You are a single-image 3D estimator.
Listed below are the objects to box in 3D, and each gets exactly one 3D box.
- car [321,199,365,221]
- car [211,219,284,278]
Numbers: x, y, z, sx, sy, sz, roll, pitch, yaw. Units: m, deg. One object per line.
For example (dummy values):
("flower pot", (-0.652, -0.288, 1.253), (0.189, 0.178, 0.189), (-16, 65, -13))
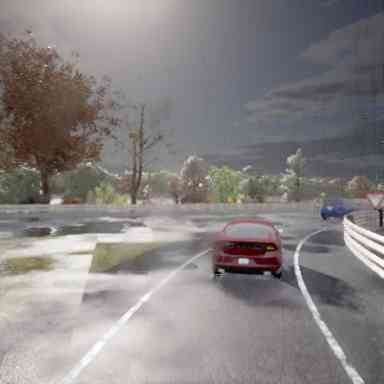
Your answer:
("car", (14.076, 1.644, 30.899), (5.566, 2.045, 2.150), (1, -1, -42))
("car", (1.887, 1.611, 10.726), (1.882, 1.535, 5.008), (0, -1, 14))
